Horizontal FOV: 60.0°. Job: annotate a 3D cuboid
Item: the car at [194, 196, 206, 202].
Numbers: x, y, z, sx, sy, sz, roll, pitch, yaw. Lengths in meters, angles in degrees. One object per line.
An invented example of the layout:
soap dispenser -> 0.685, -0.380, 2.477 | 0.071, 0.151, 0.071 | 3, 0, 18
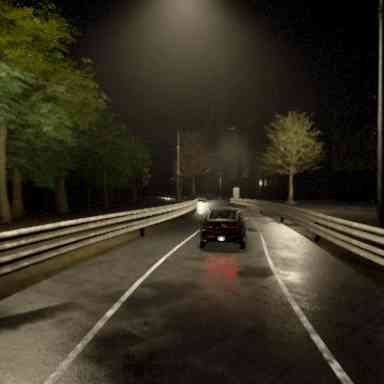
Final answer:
car -> 1.602, 1.531, 70.807 | 1.895, 1.301, 4.718 | 0, 0, -11

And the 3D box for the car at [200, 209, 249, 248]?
car -> 1.461, 1.514, 14.966 | 1.837, 1.490, 4.892 | 0, 0, 8
